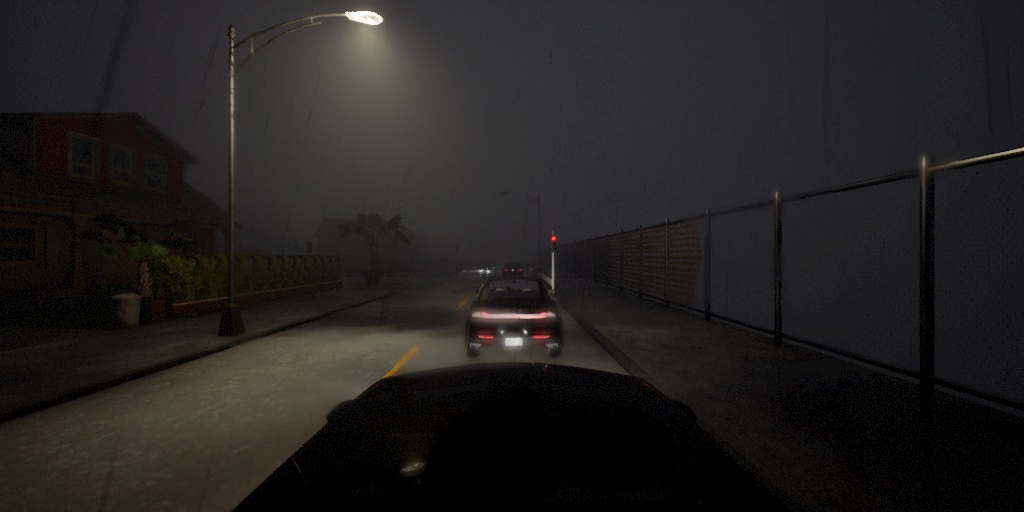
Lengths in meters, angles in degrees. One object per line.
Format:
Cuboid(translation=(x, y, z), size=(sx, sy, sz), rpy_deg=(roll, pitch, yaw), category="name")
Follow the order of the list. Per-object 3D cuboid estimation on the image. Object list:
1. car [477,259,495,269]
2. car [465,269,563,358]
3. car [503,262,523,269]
Cuboid(translation=(-4.100, 1.209, 53.984), size=(2.128, 1.511, 4.902), rpy_deg=(0, 0, 0), category="car")
Cuboid(translation=(0.052, 1.237, 8.472), size=(2.128, 1.511, 4.902), rpy_deg=(0, 0, 0), category="car")
Cuboid(translation=(0.086, 1.278, 33.661), size=(2.033, 1.411, 5.357), rpy_deg=(0, 0, 0), category="car")
